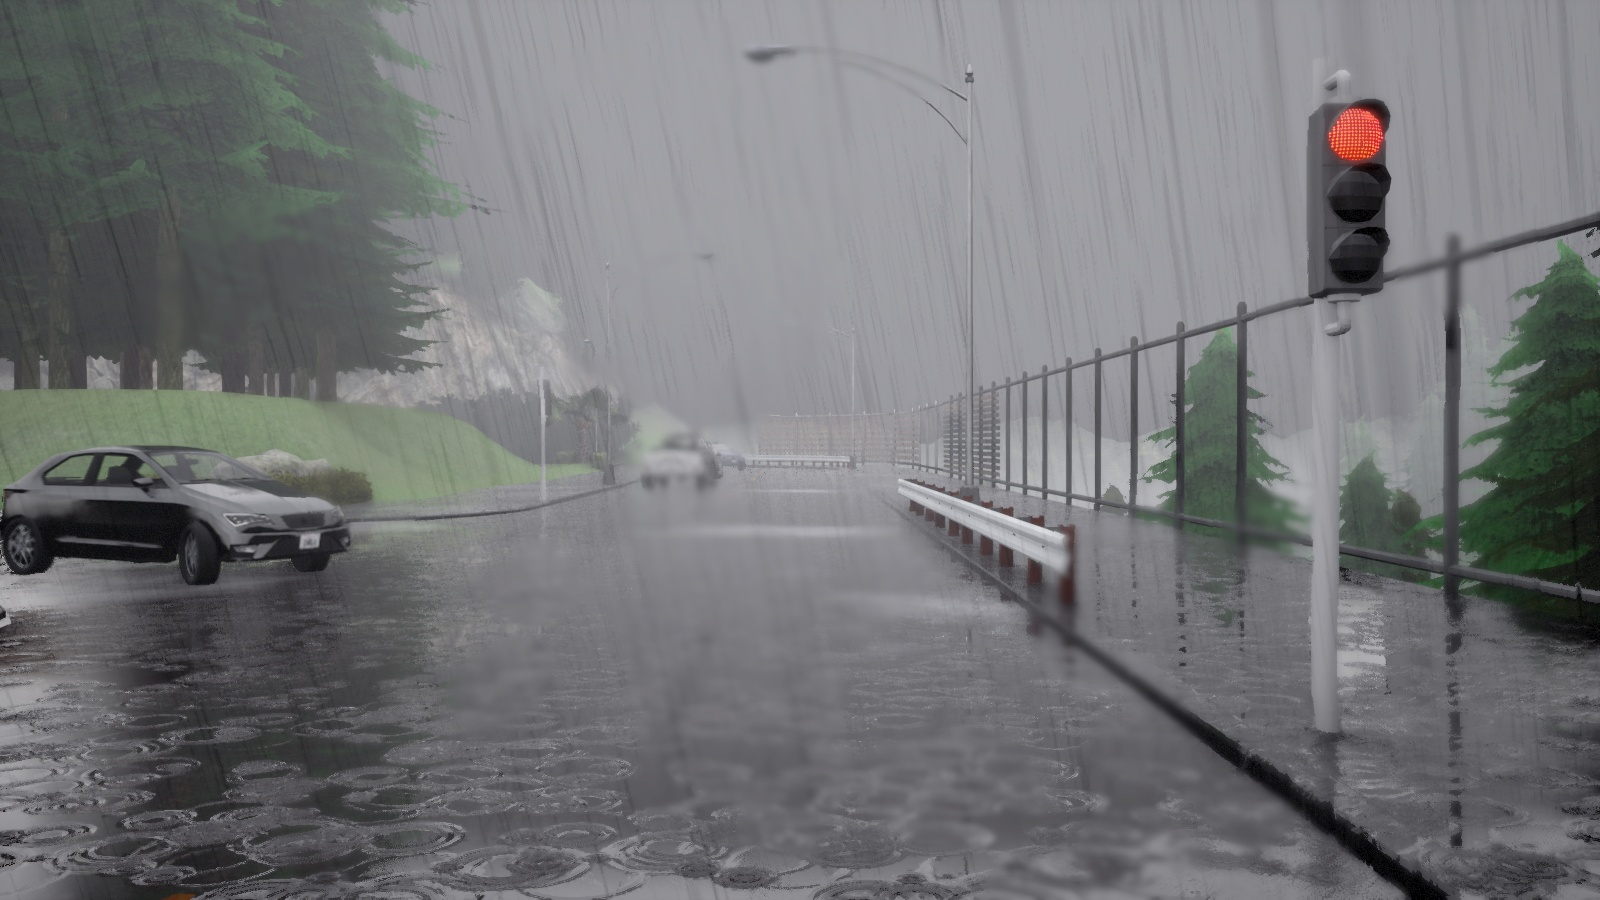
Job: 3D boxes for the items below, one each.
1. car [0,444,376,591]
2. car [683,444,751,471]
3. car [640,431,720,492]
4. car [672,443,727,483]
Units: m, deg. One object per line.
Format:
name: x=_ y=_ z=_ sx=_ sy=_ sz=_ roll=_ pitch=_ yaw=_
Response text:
car: x=-7.108 y=0.673 z=14.340 sx=4.193 sy=1.474 sz=1.816 roll=0 pitch=0 yaw=25
car: x=-4.572 y=0.383 z=68.555 sx=1.812 sy=1.442 sz=4.674 roll=0 pitch=0 yaw=-29
car: x=-3.834 y=0.330 z=40.803 sx=1.932 sy=1.855 sz=4.605 roll=0 pitch=0 yaw=3
car: x=-3.912 y=0.478 z=49.425 sx=1.845 sy=1.501 sz=3.633 roll=0 pitch=0 yaw=0
